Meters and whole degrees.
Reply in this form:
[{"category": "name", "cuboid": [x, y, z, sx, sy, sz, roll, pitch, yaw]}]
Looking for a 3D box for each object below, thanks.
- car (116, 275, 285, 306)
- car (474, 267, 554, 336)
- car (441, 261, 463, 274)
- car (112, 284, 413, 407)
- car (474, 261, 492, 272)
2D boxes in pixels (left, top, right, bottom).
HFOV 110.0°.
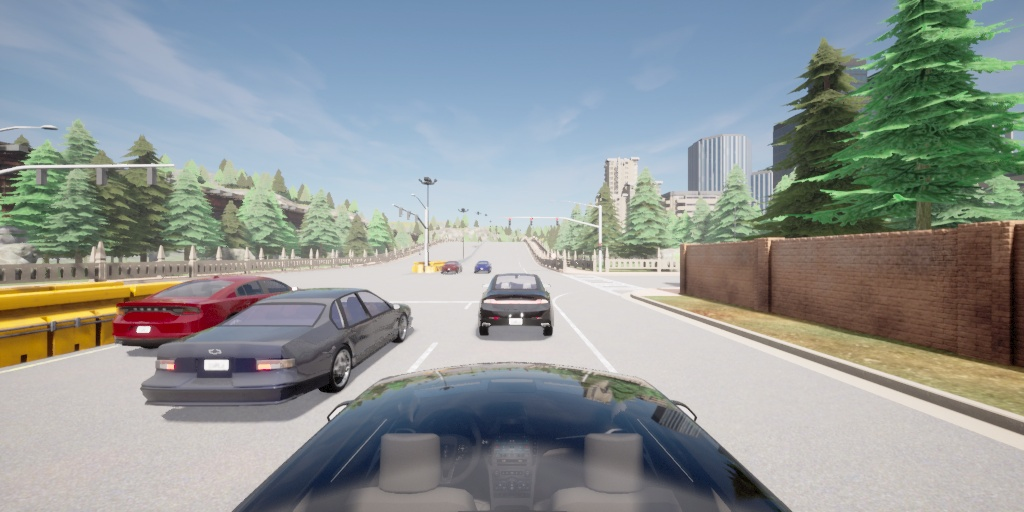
[{"category": "car", "cuboid": [-6.901, 1.228, 9.192, 1.882, 1.535, 5.008, 0, 0, 0]}, {"category": "car", "cuboid": [0.127, 1.242, 10.377, 2.128, 1.511, 4.902, 0, 0, 1]}, {"category": "car", "cuboid": [-6.905, 1.276, 41.631, 1.812, 1.442, 4.674, 0, 0, 0]}, {"category": "car", "cuboid": [-3.400, 1.297, 6.630, 2.033, 1.411, 5.357, 0, 0, 0]}, {"category": "car", "cuboid": [-3.409, 1.276, 42.884, 1.812, 1.442, 4.674, 0, 0, 0]}]
